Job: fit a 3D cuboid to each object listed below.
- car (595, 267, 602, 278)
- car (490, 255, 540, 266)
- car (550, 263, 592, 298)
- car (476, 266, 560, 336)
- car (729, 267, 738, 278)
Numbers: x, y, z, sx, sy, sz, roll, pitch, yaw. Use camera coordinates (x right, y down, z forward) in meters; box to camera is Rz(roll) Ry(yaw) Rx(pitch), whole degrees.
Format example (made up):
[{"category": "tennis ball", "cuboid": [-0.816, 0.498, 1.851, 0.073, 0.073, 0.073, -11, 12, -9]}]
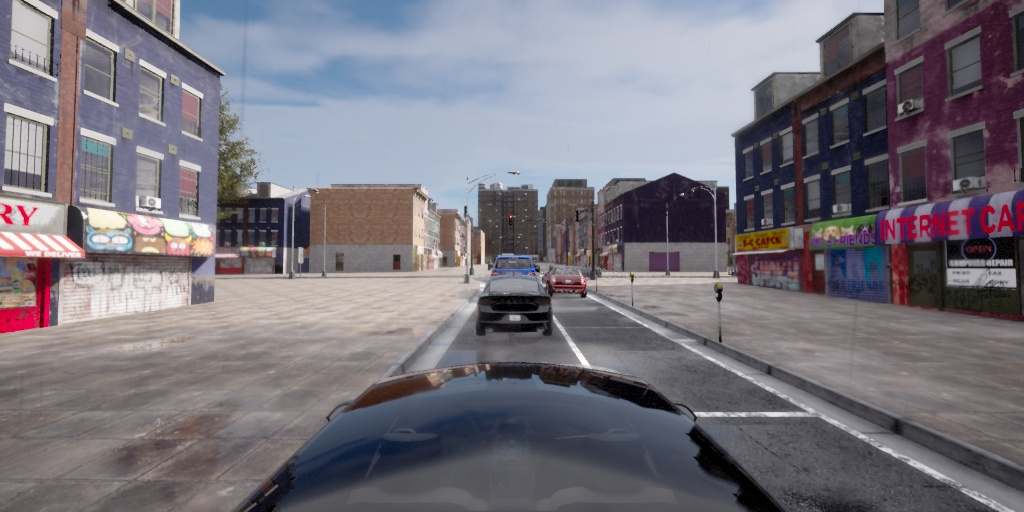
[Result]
[{"category": "car", "cuboid": [6.254, 1.392, 33.643, 4.181, 1.385, 1.994, 0, -2, 0]}, {"category": "car", "cuboid": [0.069, 0.991, 18.068, 2.150, 2.045, 5.566, 0, 0, 0]}, {"category": "car", "cuboid": [2.616, 1.210, 18.755, 1.967, 1.591, 4.097, 0, 0, 0]}, {"category": "car", "cuboid": [0.036, 1.235, 10.494, 1.882, 1.535, 5.008, 0, 0, -1]}, {"category": "car", "cuboid": [22.937, 1.309, 33.554, 4.902, 1.511, 2.128, 0, -2, 0]}]
